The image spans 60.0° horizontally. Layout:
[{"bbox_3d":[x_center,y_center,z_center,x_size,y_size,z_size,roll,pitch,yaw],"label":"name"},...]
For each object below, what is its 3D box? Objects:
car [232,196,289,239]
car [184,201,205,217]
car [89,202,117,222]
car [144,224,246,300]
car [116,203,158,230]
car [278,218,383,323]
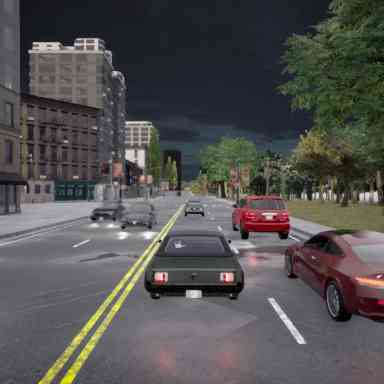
[{"bbox_3d":[3.406,1.216,17.269,2.150,2.045,5.566,0,0,0],"label":"car"},{"bbox_3d":[0.218,1.533,31.427,2.033,1.411,5.357,0,0,0],"label":"car"},{"bbox_3d":[-6.504,1.536,26.517,2.033,1.411,5.357,0,0,0],"label":"car"},{"bbox_3d":[0.073,1.599,8.374,1.895,1.301,4.718,0,0,1],"label":"car"},{"bbox_3d":[-3.273,1.497,21.336,1.837,1.490,4.892,0,0,0],"label":"car"},{"bbox_3d":[3.374,1.524,7.092,1.812,1.442,4.674,0,0,1],"label":"car"}]
